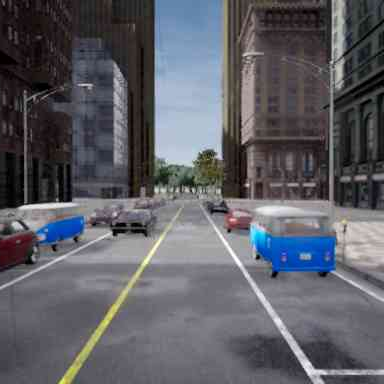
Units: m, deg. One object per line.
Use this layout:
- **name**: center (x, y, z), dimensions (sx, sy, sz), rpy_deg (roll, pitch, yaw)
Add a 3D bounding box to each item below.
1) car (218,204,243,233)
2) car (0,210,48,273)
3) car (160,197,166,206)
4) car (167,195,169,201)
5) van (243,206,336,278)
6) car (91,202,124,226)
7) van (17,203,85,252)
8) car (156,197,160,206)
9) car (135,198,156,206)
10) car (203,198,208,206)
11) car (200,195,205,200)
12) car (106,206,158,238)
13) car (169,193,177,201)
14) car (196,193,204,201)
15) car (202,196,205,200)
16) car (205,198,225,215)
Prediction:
- **car**: center (2.750, 1.626, 19.675), dimensions (1.802, 1.307, 4.206), rpy_deg (-1, 0, 0)
- **car**: center (-5.775, 1.461, 8.814), dimensions (1.967, 1.590, 4.097), rpy_deg (-1, 0, 0)
- **car**: center (-5.778, 1.649, 55.919), dimensions (2.008, 1.369, 4.403), rpy_deg (-1, 0, 0)
- **car**: center (-5.779, 1.666, 61.298), dimensions (1.947, 1.339, 4.313), rpy_deg (-1, 0, 0)
- **van**: center (2.786, 1.364, 10.012), dimensions (1.690, 1.788, 3.998), rpy_deg (-1, 0, 0)
- **car**: center (-5.777, 1.493, 23.652), dimensions (1.967, 1.590, 4.097), rpy_deg (-1, 0, 0)
- **van**: center (-5.777, 1.373, 13.701), dimensions (1.690, 1.788, 3.998), rpy_deg (-1, 0, 0)
- **car**: center (-5.777, 1.671, 45.163), dimensions (1.802, 1.307, 4.206), rpy_deg (-1, 0, 0)
- **car**: center (-5.777, 1.627, 39.786), dimensions (1.887, 1.381, 4.507), rpy_deg (-1, 0, 0)
- **car**: center (2.748, 1.648, 40.487), dimensions (1.947, 1.339, 4.313), rpy_deg (-1, 0, 0)
- **car**: center (2.747, 1.624, 56.265), dimensions (1.752, 1.417, 4.829), rpy_deg (-1, 0, 0)
- **car**: center (-3.042, 1.642, 18.232), dimensions (1.895, 1.301, 4.718), rpy_deg (0, 0, 0)
- **car**: center (-5.780, 1.676, 88.269), dimensions (1.802, 1.307, 4.206), rpy_deg (-1, 0, 0)
- **car**: center (2.745, 1.619, 88.448), dimensions (1.752, 1.417, 4.829), rpy_deg (-1, 0, 0)
- **car**: center (2.748, 1.640, 45.689), dimensions (2.008, 1.369, 4.403), rpy_deg (-1, 0, 0)
- **car**: center (2.749, 1.641, 35.283), dimensions (1.947, 1.339, 4.313), rpy_deg (-1, 0, 0)
